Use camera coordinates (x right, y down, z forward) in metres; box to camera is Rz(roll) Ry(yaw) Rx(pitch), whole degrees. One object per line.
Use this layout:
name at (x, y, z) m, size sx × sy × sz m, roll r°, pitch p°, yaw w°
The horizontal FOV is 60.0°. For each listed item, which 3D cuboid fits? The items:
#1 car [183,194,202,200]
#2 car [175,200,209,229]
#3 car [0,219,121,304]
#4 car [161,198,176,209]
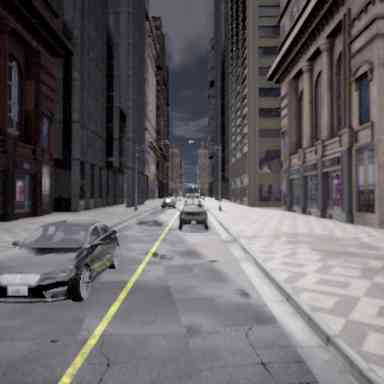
car at (0.081, 1.238, 41.956) m, size 2.150 × 2.045 × 5.566 m, roll 0°, pitch 0°, yaw 0°
car at (0.087, 1.509, 21.831) m, size 1.837 × 1.490 × 4.892 m, roll 0°, pitch 0°, yaw 0°
car at (-3.094, 1.491, 8.356) m, size 2.128 × 1.511 × 4.902 m, roll 0°, pitch 0°, yaw 0°
car at (-3.093, 1.566, 44.817) m, size 2.033 × 1.411 × 5.357 m, roll 0°, pitch 0°, yaw 0°
